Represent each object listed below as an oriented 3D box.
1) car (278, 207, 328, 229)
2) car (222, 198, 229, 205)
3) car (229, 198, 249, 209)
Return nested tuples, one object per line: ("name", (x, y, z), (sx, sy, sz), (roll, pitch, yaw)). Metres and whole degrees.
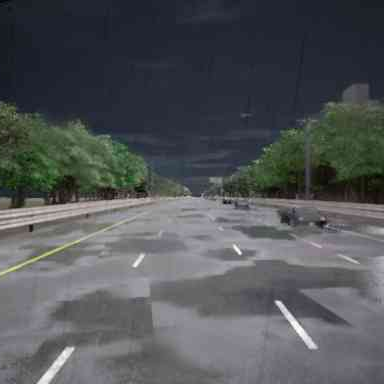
("car", (7.032, 1.613, 21.750), (1.895, 1.301, 4.718), (0, 0, 0))
("car", (7.276, 1.888, 69.066), (1.882, 1.535, 5.008), (0, -1, 0))
("car", (7.140, 1.660, 48.710), (2.128, 1.511, 4.902), (0, -1, 0))
